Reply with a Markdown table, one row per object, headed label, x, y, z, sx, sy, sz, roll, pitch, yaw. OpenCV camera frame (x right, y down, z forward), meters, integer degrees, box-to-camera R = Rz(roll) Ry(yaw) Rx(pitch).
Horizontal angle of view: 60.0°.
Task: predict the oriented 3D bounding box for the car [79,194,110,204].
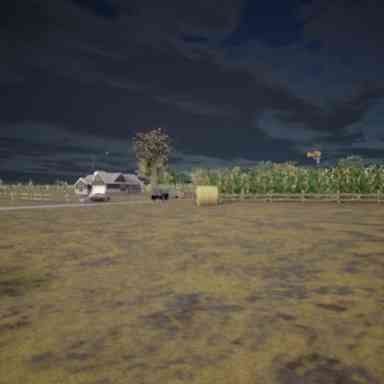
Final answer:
| label | x | y | z | sx | sy | sz | roll | pitch | yaw |
| --- | --- | --- | --- | --- | --- | --- | --- | --- | --- |
| car | -14.003 | 0.954 | 47.986 | 1.812 | 1.442 | 4.674 | -1 | 0 | 36 |

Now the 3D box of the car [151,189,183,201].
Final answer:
| label | x | y | z | sx | sy | sz | roll | pitch | yaw |
| --- | --- | --- | --- | --- | --- | --- | --- | --- | --- |
| car | -4.545 | 0.470 | 56.260 | 2.150 | 2.045 | 5.566 | -1 | 0 | 37 |

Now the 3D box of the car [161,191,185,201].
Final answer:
| label | x | y | z | sx | sy | sz | roll | pitch | yaw |
| --- | --- | --- | --- | --- | --- | --- | --- | --- | --- |
| car | -3.492 | 0.652 | 62.510 | 2.097 | 1.767 | 4.553 | -1 | 0 | 36 |
